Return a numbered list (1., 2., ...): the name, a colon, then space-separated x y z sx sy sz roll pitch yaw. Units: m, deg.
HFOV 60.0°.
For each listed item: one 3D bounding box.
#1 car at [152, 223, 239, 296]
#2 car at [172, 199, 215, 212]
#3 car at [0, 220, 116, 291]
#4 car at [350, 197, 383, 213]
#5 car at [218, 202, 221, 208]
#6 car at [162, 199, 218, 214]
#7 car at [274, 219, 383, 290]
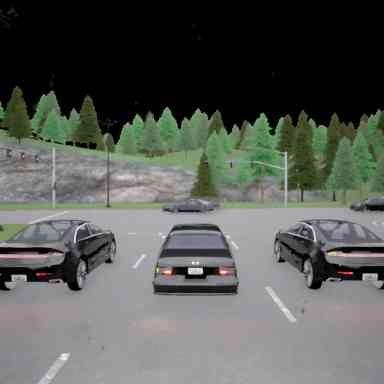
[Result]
1. car: 0.099 1.547 8.823 2.033 1.411 5.357 0 0 1
2. car: 0.154 1.525 38.186 4.674 1.442 1.812 0 0 -9
3. car: -3.401 1.491 9.005 2.128 1.511 4.902 0 0 0
4. car: 19.844 1.351 36.559 4.553 1.767 2.097 0 0 -1
5. car: 0.913 1.547 41.901 5.357 1.411 2.033 0 0 -8
6. car: -0.395 1.547 34.615 5.357 1.411 2.033 0 0 -10
7. car: 3.601 1.491 9.099 2.128 1.511 4.902 0 0 1
